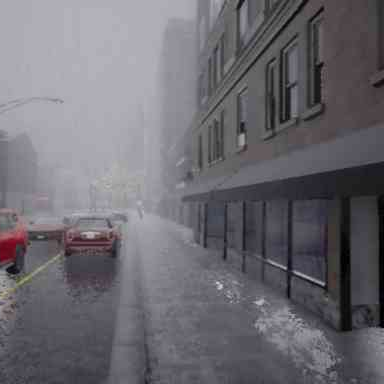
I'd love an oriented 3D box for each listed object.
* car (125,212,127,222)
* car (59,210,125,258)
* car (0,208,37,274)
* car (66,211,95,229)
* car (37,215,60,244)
[{"bbox_3d":[-9.066,2.947,41.346,1.812,1.442,4.674,1,-2,-10],"label":"car"},{"bbox_3d":[-4.385,1.860,15.320,2.097,1.767,4.553,1,-2,-10],"label":"car"},{"bbox_3d":[-6.161,1.455,8.784,2.150,2.045,5.566,1,-2,-10],"label":"car"},{"bbox_3d":[-10.026,2.509,30.287,1.812,1.442,4.674,1,-2,-10],"label":"car"},{"bbox_3d":[-8.018,2.070,19.078,1.882,1.535,5.008,1,-2,-10],"label":"car"}]
